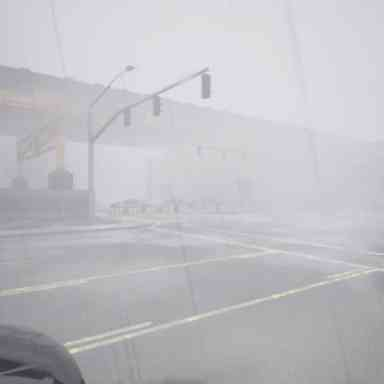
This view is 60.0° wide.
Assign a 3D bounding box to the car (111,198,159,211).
[{"bbox_3d":[-5.816,1.302,34.366,4.536,1.218,1.853,0,0,8],"label":"car"}]

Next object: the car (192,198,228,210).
[{"bbox_3d":[1.839,1.308,40.797,4.536,1.218,1.853,0,0,-7],"label":"car"}]

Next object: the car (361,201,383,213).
[{"bbox_3d":[20.615,1.624,36.754,4.718,1.301,1.895,0,0,-37],"label":"car"}]

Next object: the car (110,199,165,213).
[{"bbox_3d":[-5.765,1.459,34.359,4.974,1.542,2.038,0,0,8],"label":"car"}]

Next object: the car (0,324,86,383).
[{"bbox_3d":[-3.013,1.491,1.602,4.902,1.511,2.128,0,0,-35],"label":"car"}]

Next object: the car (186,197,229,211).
[{"bbox_3d":[1.890,1.466,40.804,4.974,1.542,2.038,0,0,-7],"label":"car"}]

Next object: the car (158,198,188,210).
[{"bbox_3d":[-2.004,1.305,37.094,1.853,1.218,4.536,0,0,18],"label":"car"}]

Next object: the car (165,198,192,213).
[{"bbox_3d":[-2.020,1.462,37.044,2.038,1.542,4.974,0,0,18],"label":"car"}]
